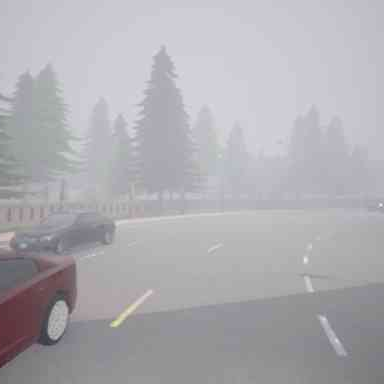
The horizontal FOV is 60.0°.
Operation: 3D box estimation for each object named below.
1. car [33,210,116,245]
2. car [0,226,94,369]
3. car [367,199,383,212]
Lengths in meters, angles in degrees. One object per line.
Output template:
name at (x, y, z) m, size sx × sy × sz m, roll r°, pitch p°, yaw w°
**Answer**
car at (-4.665, 1.456, 12.851) m, size 1.812 × 1.442 × 4.674 m, roll 1°, pitch 0°, yaw 18°
car at (-3.084, 1.437, 3.604) m, size 1.882 × 1.535 × 5.008 m, roll 1°, pitch 0°, yaw 8°
car at (24.027, 1.590, 41.252) m, size 4.553 × 1.767 × 2.097 m, roll 0°, pitch 0°, yaw -21°
